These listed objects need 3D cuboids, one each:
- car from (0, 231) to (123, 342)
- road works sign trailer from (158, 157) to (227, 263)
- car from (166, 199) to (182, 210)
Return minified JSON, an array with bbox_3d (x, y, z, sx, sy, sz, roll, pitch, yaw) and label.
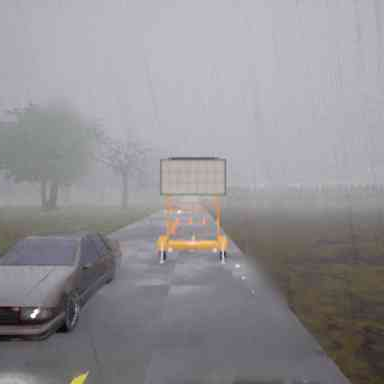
[{"bbox_3d":[-2.827,1.582,7.092,2.033,1.411,5.357,0,0,0],"label":"car"},{"bbox_3d":[0.047,0.527,12.204,2.380,3.560,2.880,0,0,1],"label":"road works sign trailer"},{"bbox_3d":[-2.674,1.806,49.745,2.097,1.767,4.553,0,-1,0],"label":"car"}]
